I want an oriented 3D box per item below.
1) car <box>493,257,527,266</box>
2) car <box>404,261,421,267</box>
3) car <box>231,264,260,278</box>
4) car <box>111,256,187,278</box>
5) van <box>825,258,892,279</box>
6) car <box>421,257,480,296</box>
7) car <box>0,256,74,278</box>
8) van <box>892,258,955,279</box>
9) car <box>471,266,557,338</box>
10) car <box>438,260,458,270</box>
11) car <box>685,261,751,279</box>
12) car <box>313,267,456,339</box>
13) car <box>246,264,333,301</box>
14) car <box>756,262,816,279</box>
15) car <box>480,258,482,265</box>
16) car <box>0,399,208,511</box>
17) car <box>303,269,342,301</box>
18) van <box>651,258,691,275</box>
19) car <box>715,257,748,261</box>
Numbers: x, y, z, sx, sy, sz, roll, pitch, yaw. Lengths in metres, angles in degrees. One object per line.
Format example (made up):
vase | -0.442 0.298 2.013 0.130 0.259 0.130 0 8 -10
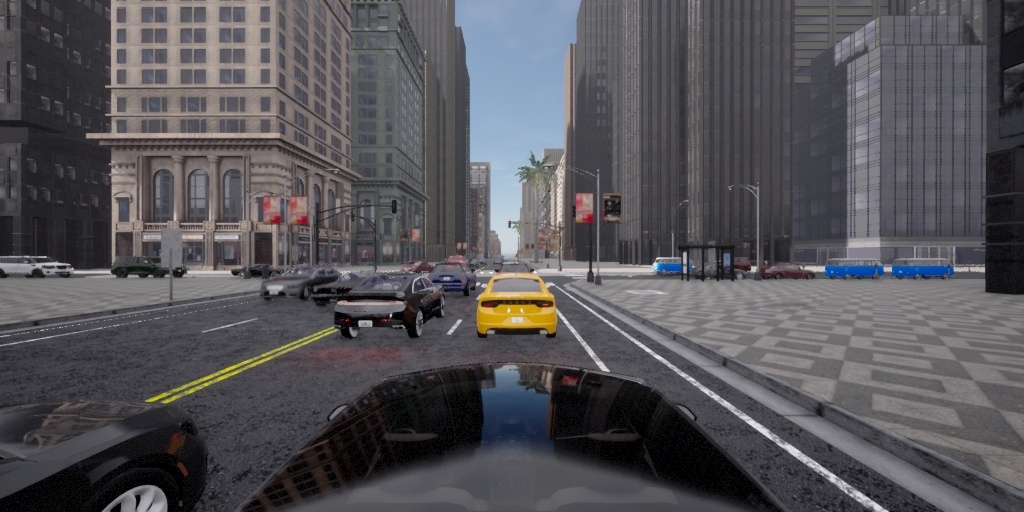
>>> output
car | 0.128 1.102 19.291 2.097 1.767 4.553 0 0 0
car | -10.786 1.276 41.241 1.812 1.442 4.674 0 0 16
car | -22.539 1.375 32.593 4.718 1.301 1.895 0 0 0
car | -33.012 1.007 32.664 5.566 2.045 2.150 0 0 0
van | 28.471 1.082 29.817 3.998 1.789 1.690 0 0 0
car | -3.122 1.102 19.267 2.097 1.767 4.553 0 0 0
car | -43.719 1.020 32.739 5.566 2.045 2.150 0 0 0
van | 34.148 1.080 29.810 3.998 1.789 1.690 0 0 0
car | 0.111 1.227 10.217 1.882 1.535 5.008 0 0 0
car | -9.756 1.300 55.227 2.033 1.411 5.357 0 0 0
car | 17.116 1.299 29.832 4.403 1.370 2.007 0 0 0
car | -3.138 1.241 10.128 2.128 1.511 4.902 0 0 0
car | -9.826 1.241 17.260 2.128 1.511 4.902 0 0 0
car | 22.793 1.326 29.825 4.207 1.307 1.802 0 0 0
car | -6.490 1.257 59.599 1.837 1.490 4.892 0 0 0
car | -3.152 1.255 0.612 1.837 1.490 4.892 0 0 0
car | -6.579 1.351 15.460 1.895 1.301 4.718 0 0 0
van | 17.125 1.065 38.357 3.998 1.789 1.690 0 0 0
car | 22.802 1.035 38.350 5.009 1.841 2.192 0 0 0
